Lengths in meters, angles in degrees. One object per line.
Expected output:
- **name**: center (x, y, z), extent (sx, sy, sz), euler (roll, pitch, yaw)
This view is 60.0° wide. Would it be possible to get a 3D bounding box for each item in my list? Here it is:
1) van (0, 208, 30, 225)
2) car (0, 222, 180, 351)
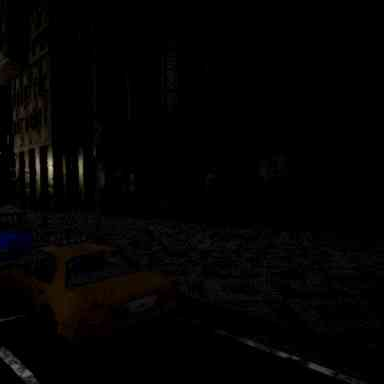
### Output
- **van**: center (-6.202, 1.348, 9.911), extent (3.998, 1.788, 1.690), euler (-1, 1, 45)
- **car**: center (-2.308, 1.489, 6.074), extent (4.829, 1.417, 1.752), euler (-1, 1, 45)
